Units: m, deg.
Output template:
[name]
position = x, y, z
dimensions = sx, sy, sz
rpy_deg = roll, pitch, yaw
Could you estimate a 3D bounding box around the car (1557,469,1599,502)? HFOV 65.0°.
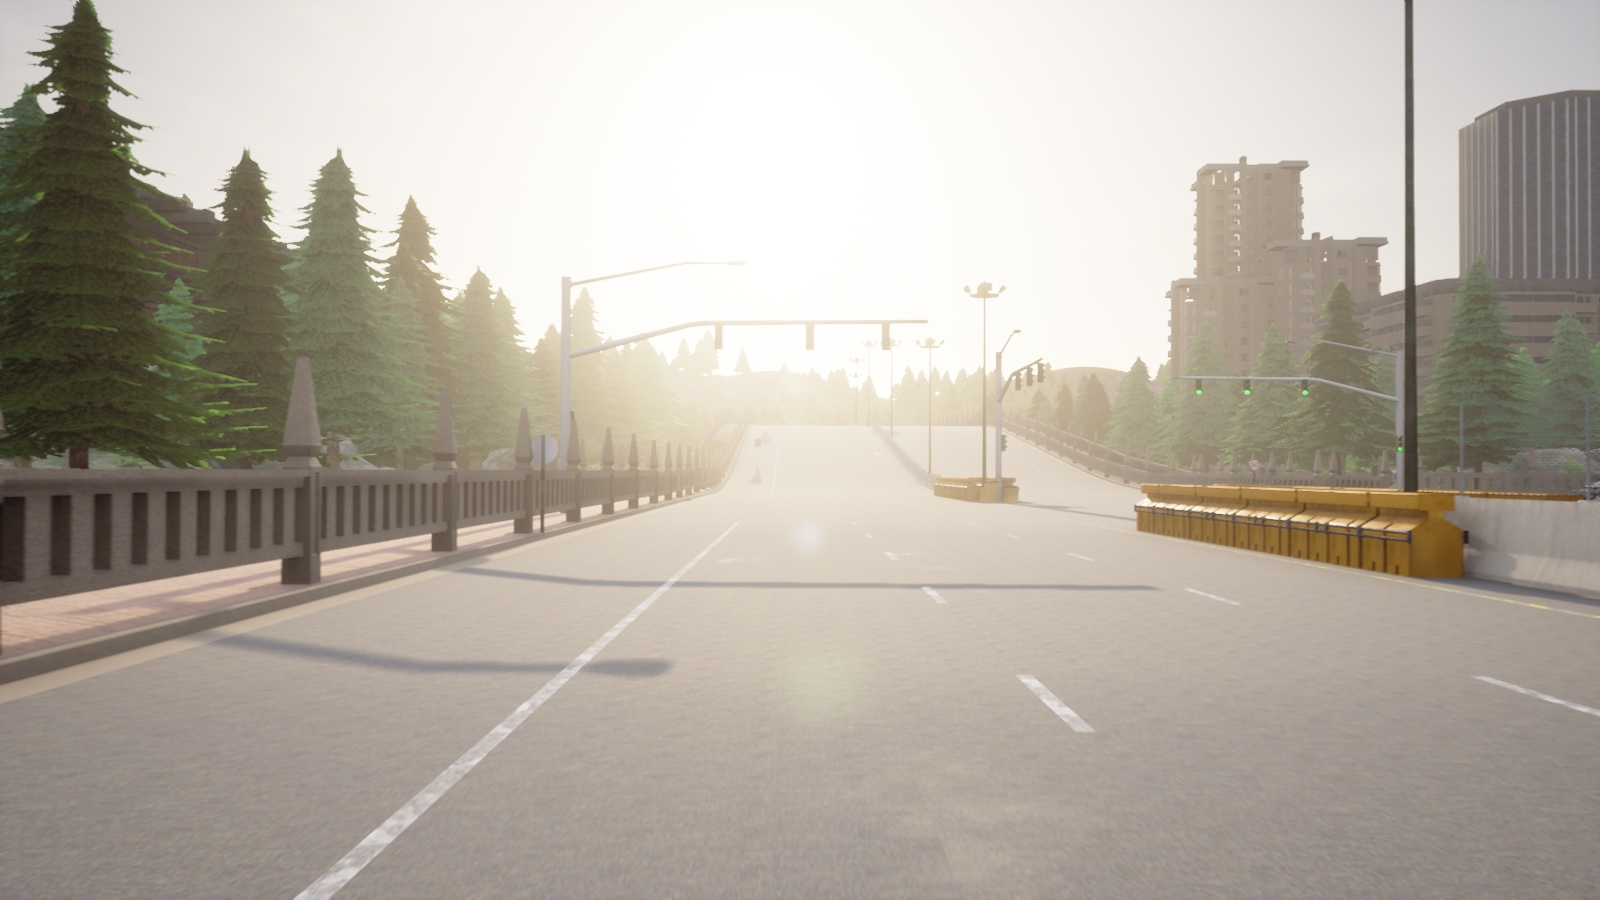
[car]
position = 37.907, 1.631, 57.809
dimensions = 4.792, 1.488, 2.163
rpy_deg = 0, -1, 0
